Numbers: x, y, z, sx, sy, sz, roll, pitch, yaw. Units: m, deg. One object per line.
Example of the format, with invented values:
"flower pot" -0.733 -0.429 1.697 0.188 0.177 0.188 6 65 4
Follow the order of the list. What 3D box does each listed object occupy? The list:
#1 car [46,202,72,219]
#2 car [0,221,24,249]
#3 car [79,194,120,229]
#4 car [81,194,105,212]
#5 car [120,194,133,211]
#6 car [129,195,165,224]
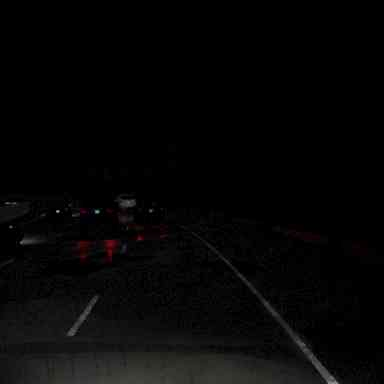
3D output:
"car" -11.842 1.612 29.737 1.994 1.385 4.181 0 0 -17
"car" -7.805 1.574 11.768 2.033 1.411 5.357 0 0 -7
"car" -6.054 1.250 21.909 2.150 2.045 5.566 0 0 -12
"car" -12.125 1.276 40.597 2.150 2.045 5.566 0 0 -23
"car" -8.209 1.268 40.321 2.150 2.045 5.566 0 0 -22
"car" -3.402 1.375 25.498 2.097 1.767 4.553 0 0 -14
